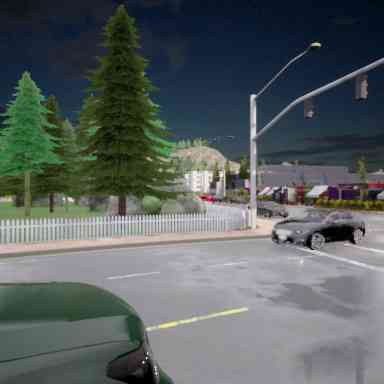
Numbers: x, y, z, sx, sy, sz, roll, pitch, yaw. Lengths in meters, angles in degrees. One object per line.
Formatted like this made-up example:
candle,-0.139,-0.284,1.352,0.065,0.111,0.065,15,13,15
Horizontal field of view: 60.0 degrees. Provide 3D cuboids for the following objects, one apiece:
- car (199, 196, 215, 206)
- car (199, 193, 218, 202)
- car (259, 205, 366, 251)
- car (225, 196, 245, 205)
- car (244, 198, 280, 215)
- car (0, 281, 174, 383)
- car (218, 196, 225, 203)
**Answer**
car,1.393,1.656,48.918,1.895,1.301,4.718,0,0,-16
car,2.844,1.276,69.594,2.150,2.045,5.566,0,0,-17
car,5.515,1.503,14.234,4.902,1.511,2.128,1,0,-35
car,8.616,1.546,62.284,2.128,1.511,4.902,0,0,-16
car,6.888,1.560,30.135,1.837,1.490,4.892,0,0,-16
car,-2.779,1.222,1.653,5.566,2.045,2.150,0,0,-36
car,5.989,1.558,71.147,1.837,1.490,4.892,0,0,-16
